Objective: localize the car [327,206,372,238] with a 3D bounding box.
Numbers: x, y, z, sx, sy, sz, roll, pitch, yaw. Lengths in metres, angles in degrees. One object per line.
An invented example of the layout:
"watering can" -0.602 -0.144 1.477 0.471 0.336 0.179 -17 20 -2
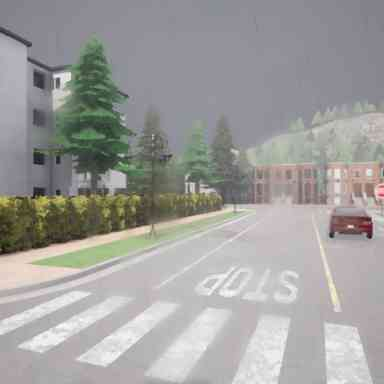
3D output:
"car" 8.287 1.480 17.702 1.882 1.535 5.008 1 0 22
